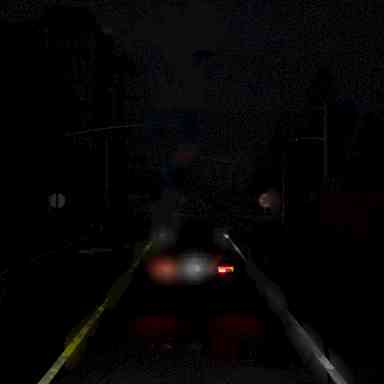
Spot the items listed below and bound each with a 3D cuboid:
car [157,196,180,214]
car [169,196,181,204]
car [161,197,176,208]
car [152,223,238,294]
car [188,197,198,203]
[{"bbox_3d":[-2.692,1.506,35.566,1.837,1.490,4.892,0,0,-11],"label":"car"},{"bbox_3d":[-3.408,1.491,66.853,2.128,1.511,4.902,0,0,1],"label":"car"},{"bbox_3d":[-3.510,1.503,49.905,1.837,1.490,4.892,0,0,0],"label":"car"},{"bbox_3d":[0.074,1.547,8.941,2.033,1.411,5.357,0,0,0],"label":"car"},{"bbox_3d":[0.219,1.600,69.713,1.895,1.301,4.718,0,0,0],"label":"car"}]
